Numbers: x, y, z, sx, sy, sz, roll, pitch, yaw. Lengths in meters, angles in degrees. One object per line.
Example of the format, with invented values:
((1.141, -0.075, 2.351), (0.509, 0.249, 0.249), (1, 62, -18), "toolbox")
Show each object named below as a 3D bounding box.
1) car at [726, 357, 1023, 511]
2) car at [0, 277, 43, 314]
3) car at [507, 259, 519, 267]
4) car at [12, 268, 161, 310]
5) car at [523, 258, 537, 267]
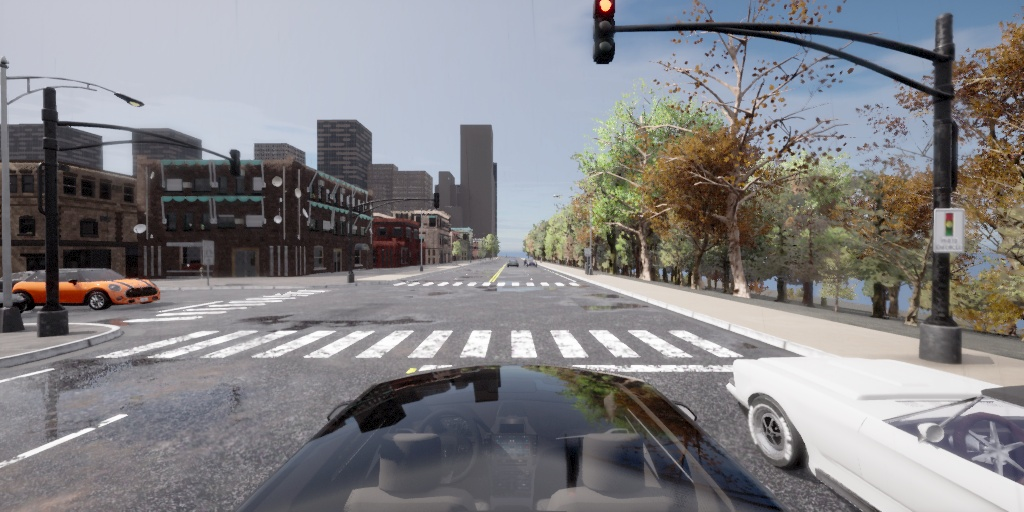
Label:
((3.350, 1.351, 1.900), (1.895, 1.301, 4.718), (0, 0, 0), "car")
((-19.935, 1.565, 12.550), (4.313, 1.339, 1.948), (0, 0, 0), "car")
((0.160, 1.291, 63.407), (1.994, 1.385, 4.181), (0, 0, 1), "car")
((-17.965, 1.301, 15.284), (4.553, 1.767, 2.097), (-1, 1, -1), "car")
((3.422, 1.327, 63.685), (1.895, 1.301, 4.718), (0, 0, 0), "car")
